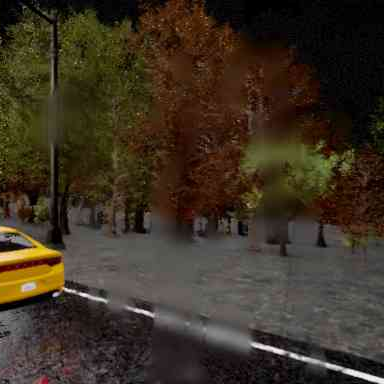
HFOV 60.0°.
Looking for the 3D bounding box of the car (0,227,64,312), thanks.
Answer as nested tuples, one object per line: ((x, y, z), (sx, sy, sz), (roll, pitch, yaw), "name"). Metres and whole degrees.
((-4.816, 1.476, 7.162), (5.008, 1.535, 1.882), (0, 0, 36), "car")
